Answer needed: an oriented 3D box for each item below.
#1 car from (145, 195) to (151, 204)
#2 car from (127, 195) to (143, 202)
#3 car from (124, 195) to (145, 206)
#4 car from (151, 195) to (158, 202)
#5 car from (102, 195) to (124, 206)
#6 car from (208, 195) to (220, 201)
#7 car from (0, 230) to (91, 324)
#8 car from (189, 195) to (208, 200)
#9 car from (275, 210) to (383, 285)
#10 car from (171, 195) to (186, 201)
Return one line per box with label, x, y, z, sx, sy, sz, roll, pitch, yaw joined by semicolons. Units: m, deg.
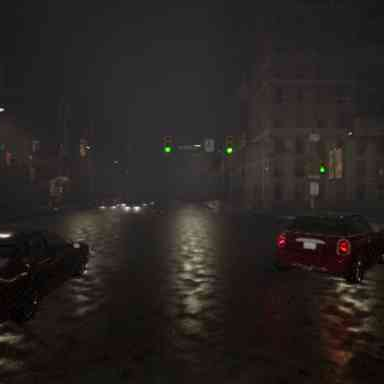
car;-9.198;1.377;61.721;1.882;1.535;5.008;0;0;-2
car;-12.232;1.398;71.832;2.128;1.511;4.902;0;0;8
car;-8.850;1.509;51.614;1.895;1.301;4.718;0;0;-2
car;-8.693;1.422;71.821;1.812;1.442;4.674;0;0;8
car;-12.339;1.235;51.285;2.097;1.767;4.553;0;0;-2
car;5.554;1.490;88.515;1.837;1.490;4.892;0;0;39
car;-3.712;1.517;7.037;2.033;1.411;5.357;0;0;-2
car;1.380;1.555;88.621;1.895;1.301;4.718;0;0;36
car;4.349;1.377;9.960;2.097;1.767;4.553;1;0;41
car;-3.221;1.472;79.282;2.033;1.411;5.357;0;0;20
